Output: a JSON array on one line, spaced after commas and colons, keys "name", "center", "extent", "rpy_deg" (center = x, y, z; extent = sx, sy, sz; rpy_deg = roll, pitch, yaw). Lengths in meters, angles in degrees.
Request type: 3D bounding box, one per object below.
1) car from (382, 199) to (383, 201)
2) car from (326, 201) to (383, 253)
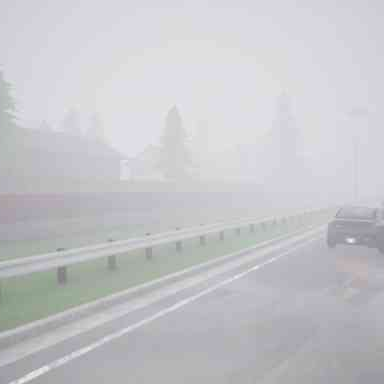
[{"name": "car", "center": [16.740, 1.013, 27.352], "extent": [1.882, 1.535, 5.008], "rpy_deg": [1, 1, 35]}, {"name": "car", "center": [6.549, 1.286, 12.784], "extent": [1.837, 1.490, 4.892], "rpy_deg": [1, 1, 35]}]
